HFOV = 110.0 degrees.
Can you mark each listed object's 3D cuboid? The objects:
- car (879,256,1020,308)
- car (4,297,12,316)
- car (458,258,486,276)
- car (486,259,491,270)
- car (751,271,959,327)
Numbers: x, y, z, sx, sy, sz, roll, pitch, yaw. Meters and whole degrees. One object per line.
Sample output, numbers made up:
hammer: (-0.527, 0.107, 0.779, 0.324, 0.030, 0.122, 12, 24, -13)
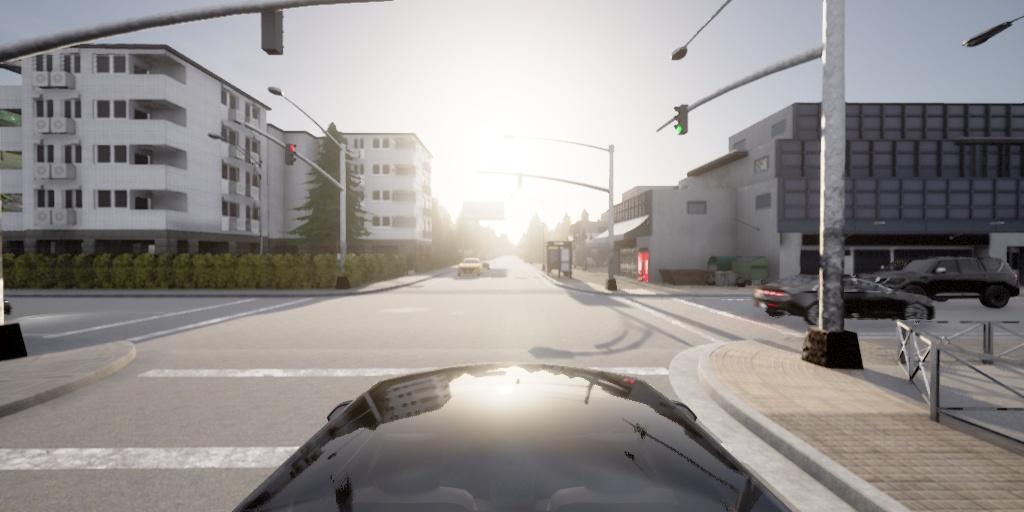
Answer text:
car: (17.488, 1.022, 15.050, 5.566, 2.045, 2.150, 0, 1, 0)
car: (-19.030, 1.408, 11.276, 4.892, 1.490, 1.837, 1, 1, 0)
car: (-3.662, 0.941, 32.175, 1.882, 1.535, 5.008, 0, 1, 0)
car: (-3.669, 0.924, 43.115, 1.994, 1.385, 4.181, 0, 1, 1)
car: (10.395, 1.361, 11.420, 4.902, 1.511, 2.128, 0, 1, 0)
